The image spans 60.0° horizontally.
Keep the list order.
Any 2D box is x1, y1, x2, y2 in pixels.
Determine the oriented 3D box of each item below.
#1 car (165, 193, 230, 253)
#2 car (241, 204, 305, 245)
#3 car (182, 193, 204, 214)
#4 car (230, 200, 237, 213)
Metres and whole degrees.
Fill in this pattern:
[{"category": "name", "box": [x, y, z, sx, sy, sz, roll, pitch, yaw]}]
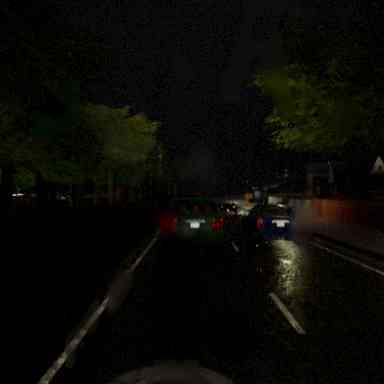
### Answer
[{"category": "car", "box": [0.103, 1.209, 13.804, 2.150, 2.045, 5.566, 0, 0, 0]}, {"category": "car", "box": [3.603, 1.336, 15.635, 2.097, 1.767, 4.553, 0, 0, 0]}, {"category": "car", "box": [0.109, 1.141, 35.767, 2.150, 2.045, 5.566, 0, 0, 0]}, {"category": "car", "box": [3.614, 1.522, 35.373, 1.895, 1.301, 4.718, 0, 0, 0]}]
